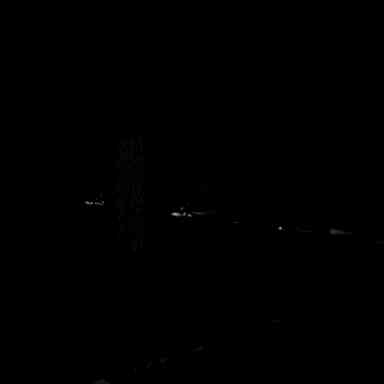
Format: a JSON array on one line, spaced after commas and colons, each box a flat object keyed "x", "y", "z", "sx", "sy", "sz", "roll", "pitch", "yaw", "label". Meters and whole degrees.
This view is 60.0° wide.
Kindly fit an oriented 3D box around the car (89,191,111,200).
[{"x": -14.274, "y": 0.535, "z": 51.552, "sx": 1.895, "sy": 1.301, "sz": 4.718, "roll": 0, "pitch": 1, "yaw": -35, "label": "car"}]

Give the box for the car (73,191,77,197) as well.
[{"x": -19.938, "y": 0.337, "z": 59.697, "sx": 1.994, "sy": 1.385, "sz": 4.181, "roll": 0, "pitch": 1, "yaw": -35, "label": "car"}]

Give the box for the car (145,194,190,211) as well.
[{"x": -2.336, "y": 0.911, "z": 29.260, "sx": 2.033, "sy": 1.411, "sz": 5.357, "roll": 0, "pitch": 1, "yaw": -35, "label": "car"}]

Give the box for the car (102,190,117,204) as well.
[{"x": -8.122, "y": 0.549, "z": 37.574, "sx": 2.097, "sy": 1.767, "sz": 4.553, "roll": 0, "pitch": 1, "yaw": -35, "label": "car"}]

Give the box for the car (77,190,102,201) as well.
[{"x": -14.042, "y": 0.529, "z": 46.138, "sx": 1.837, "sy": 1.490, "sz": 4.892, "roll": 0, "pitch": 2, "yaw": -34, "label": "car"}]

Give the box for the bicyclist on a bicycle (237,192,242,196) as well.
[{"x": 4.289, "y": 0.819, "z": 30.207, "sx": 1.656, "sy": 1.620, "sz": 0.582, "roll": -1, "pitch": 2, "yaw": -35, "label": "bicyclist on a bicycle"}]

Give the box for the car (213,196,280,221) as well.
[{"x": 3.345, "y": 1.019, "z": 21.122, "sx": 2.128, "sy": 1.511, "sz": 4.902, "roll": 0, "pitch": 1, "yaw": -35, "label": "car"}]
